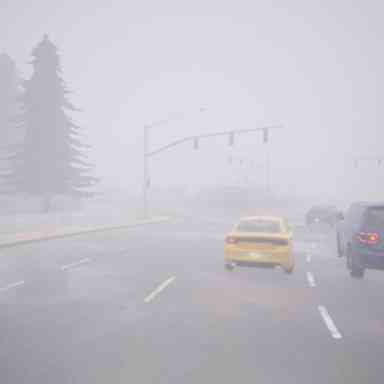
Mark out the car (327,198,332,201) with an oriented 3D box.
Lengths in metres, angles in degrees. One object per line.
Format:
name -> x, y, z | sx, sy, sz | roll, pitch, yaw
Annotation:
car -> 24.512, 1.788, 57.308 | 2.128, 1.511, 4.902 | 0, 0, 36

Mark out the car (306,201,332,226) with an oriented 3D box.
car -> 9.816, 1.656, 24.470 | 1.837, 1.490, 4.892 | 0, 0, 35

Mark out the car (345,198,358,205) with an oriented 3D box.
car -> 33.423, 1.906, 69.663 | 1.812, 1.442, 4.674 | 0, 0, 36

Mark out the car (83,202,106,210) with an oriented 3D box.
car -> -13.552, 1.588, 42.304 | 4.892, 1.490, 1.837 | 0, 0, 36

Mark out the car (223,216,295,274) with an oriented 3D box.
car -> 2.310, 1.521, 10.926 | 1.882, 1.535, 5.008 | 0, -1, 16

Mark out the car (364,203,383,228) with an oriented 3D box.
car -> 14.009, 1.652, 24.376 | 1.882, 1.535, 5.008 | 0, 0, 35

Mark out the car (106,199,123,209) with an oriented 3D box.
car -> -11.462, 1.608, 45.114 | 4.892, 1.490, 1.837 | 0, 0, 36

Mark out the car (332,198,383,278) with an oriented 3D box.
car -> 5.758, 1.282, 10.112 | 2.150, 2.045, 5.566 | 0, 0, 18
